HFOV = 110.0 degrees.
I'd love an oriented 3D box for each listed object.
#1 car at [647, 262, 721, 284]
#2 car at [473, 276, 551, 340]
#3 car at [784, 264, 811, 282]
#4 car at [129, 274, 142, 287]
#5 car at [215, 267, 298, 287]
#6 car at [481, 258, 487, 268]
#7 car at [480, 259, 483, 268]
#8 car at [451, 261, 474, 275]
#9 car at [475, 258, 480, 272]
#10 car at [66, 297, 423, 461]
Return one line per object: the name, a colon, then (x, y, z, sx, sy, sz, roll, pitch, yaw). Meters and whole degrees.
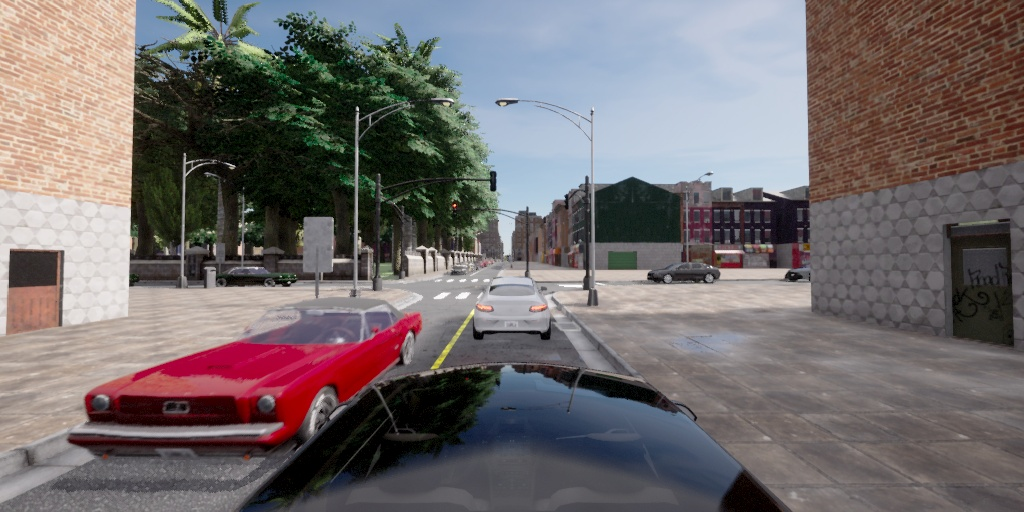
car: (12.197, 1.197, 25.610, 4.892, 1.490, 1.837, -1, -1, 0)
car: (0.015, 1.281, 9.892, 1.812, 1.442, 4.674, 0, 0, 1)
car: (22.065, 1.150, 25.679, 4.181, 1.385, 1.994, -1, -1, 0)
car: (-26.322, 1.341, 22.404, 4.718, 1.301, 1.895, 0, -1, 0)
car: (-16.162, 1.346, 22.469, 4.718, 1.301, 1.895, 0, -1, 0)
car: (-5.774, 1.431, 62.398, 1.802, 1.307, 4.207, 0, 0, -1)
car: (-5.671, 1.383, 51.499, 1.948, 1.339, 4.313, 0, 0, -1)
car: (-5.579, 1.341, 38.914, 2.007, 1.370, 4.403, 0, 0, -1)
car: (-5.619, 1.355, 46.050, 2.007, 1.370, 4.403, 0, 0, -1)
car: (-2.799, 1.353, 5.220, 1.895, 1.301, 4.718, 0, 0, 1)
